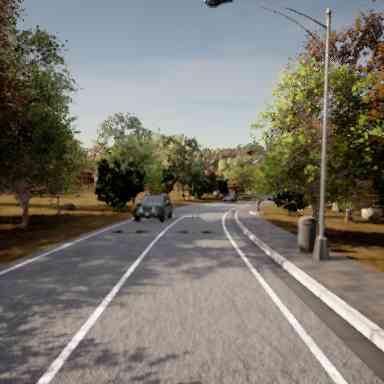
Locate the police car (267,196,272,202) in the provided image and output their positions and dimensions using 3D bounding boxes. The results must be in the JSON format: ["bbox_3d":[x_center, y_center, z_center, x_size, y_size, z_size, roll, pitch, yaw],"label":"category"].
[{"bbox_3d":[20.198,1.650,83.252,1.930,1.638,5.238,2,1,25],"label":"police car"}]

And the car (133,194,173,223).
[{"bbox_3d":[-2.857,1.165,25.735,2.150,2.045,5.566,0,0,6],"label":"car"}]

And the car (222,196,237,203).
[{"bbox_3d":[7.623,1.491,66.771,2.033,1.411,5.357,2,1,22],"label":"car"}]
